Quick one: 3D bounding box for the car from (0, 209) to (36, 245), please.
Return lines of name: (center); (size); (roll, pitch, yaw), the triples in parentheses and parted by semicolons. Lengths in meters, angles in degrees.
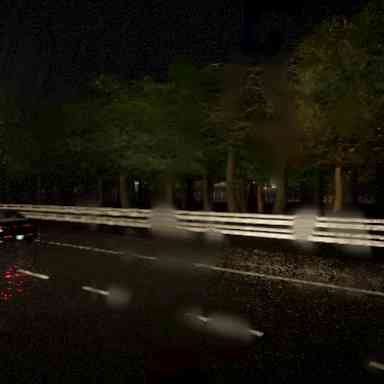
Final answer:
car: (-8.665, 1.515, 14.364); (4.892, 1.490, 1.837); (0, 0, 36)
